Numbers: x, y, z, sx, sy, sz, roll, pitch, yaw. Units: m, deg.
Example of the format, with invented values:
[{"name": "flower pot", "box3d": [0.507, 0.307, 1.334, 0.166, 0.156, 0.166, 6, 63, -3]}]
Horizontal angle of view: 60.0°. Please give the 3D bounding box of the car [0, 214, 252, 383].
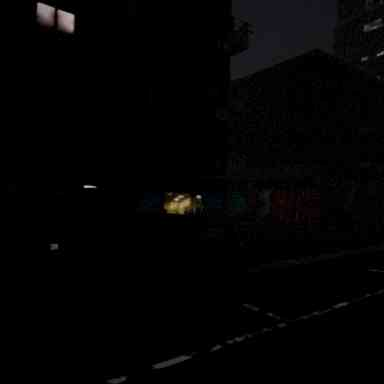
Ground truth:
[{"name": "car", "box3d": [-1.269, 1.337, 5.160, 5.009, 1.841, 2.192, 1, 1, -35]}]
